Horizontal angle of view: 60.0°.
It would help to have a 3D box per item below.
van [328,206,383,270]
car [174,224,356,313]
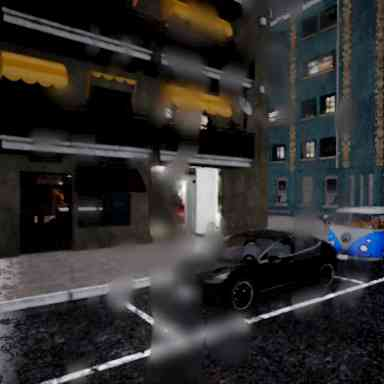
[{"bbox_3d":[6.130,1.374,10.928,3.998,1.788,1.690,0,0,-36],"label":"van"},{"bbox_3d":[1.633,1.582,7.719,4.313,1.339,1.947,0,0,-36],"label":"car"}]
